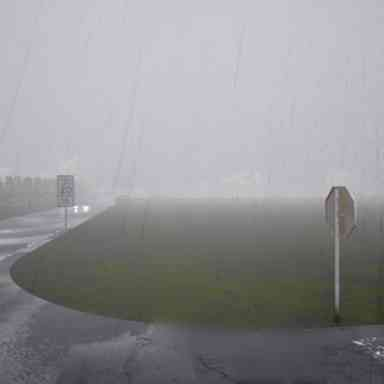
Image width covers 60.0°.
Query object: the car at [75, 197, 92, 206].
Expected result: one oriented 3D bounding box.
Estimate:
[{"bbox_3d":[-16.407,1.337,50.373,1.895,1.301,4.718,0,0,-9],"label":"car"}]
